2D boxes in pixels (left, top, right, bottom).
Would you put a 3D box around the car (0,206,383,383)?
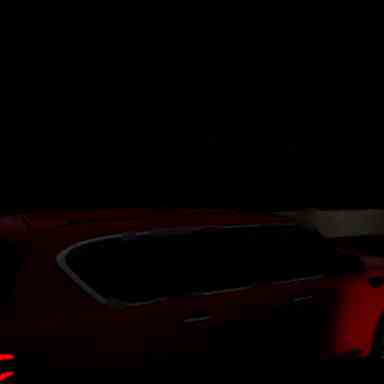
[{"bbox_3d":[0.396,1.199,3.927,5.566,2.045,2.150,0,0,-32],"label":"car"}]
